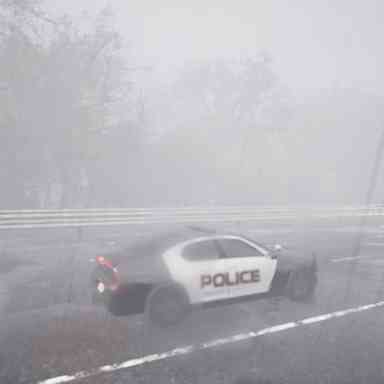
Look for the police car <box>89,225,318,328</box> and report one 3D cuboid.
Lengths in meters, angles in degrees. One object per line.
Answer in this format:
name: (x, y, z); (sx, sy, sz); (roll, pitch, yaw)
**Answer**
police car: (0.513, 1.523, 7.046); (4.974, 1.542, 2.038); (0, 0, -28)
